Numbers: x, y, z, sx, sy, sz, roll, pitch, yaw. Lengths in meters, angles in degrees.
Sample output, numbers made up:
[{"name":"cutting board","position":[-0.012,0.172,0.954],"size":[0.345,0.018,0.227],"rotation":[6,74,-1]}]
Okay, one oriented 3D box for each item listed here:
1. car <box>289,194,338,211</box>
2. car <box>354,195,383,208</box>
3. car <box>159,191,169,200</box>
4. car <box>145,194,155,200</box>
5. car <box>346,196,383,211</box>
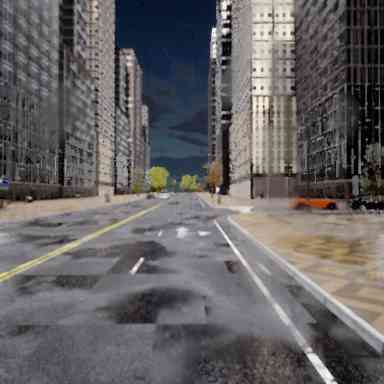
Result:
[{"name":"car","position":[12.244,0.967,33.558],"size":[4.553,1.767,2.097],"rotation":[-1,-1,-1]},{"name":"car","position":[21.966,1.106,39.364],"size":[4.829,1.417,1.752],"rotation":[-1,0,-1]},{"name":"car","position":[-6.493,0.760,78.142],"size":[2.150,2.045,5.566],"rotation":[0,0,0]},{"name":"car","position":[-9.743,1.074,78.175],"size":[2.033,1.411,5.357],"rotation":[0,0,0]},{"name":"car","position":[16.685,1.097,30.915],"size":[4.403,1.369,2.008],"rotation":[-1,0,-1]}]
